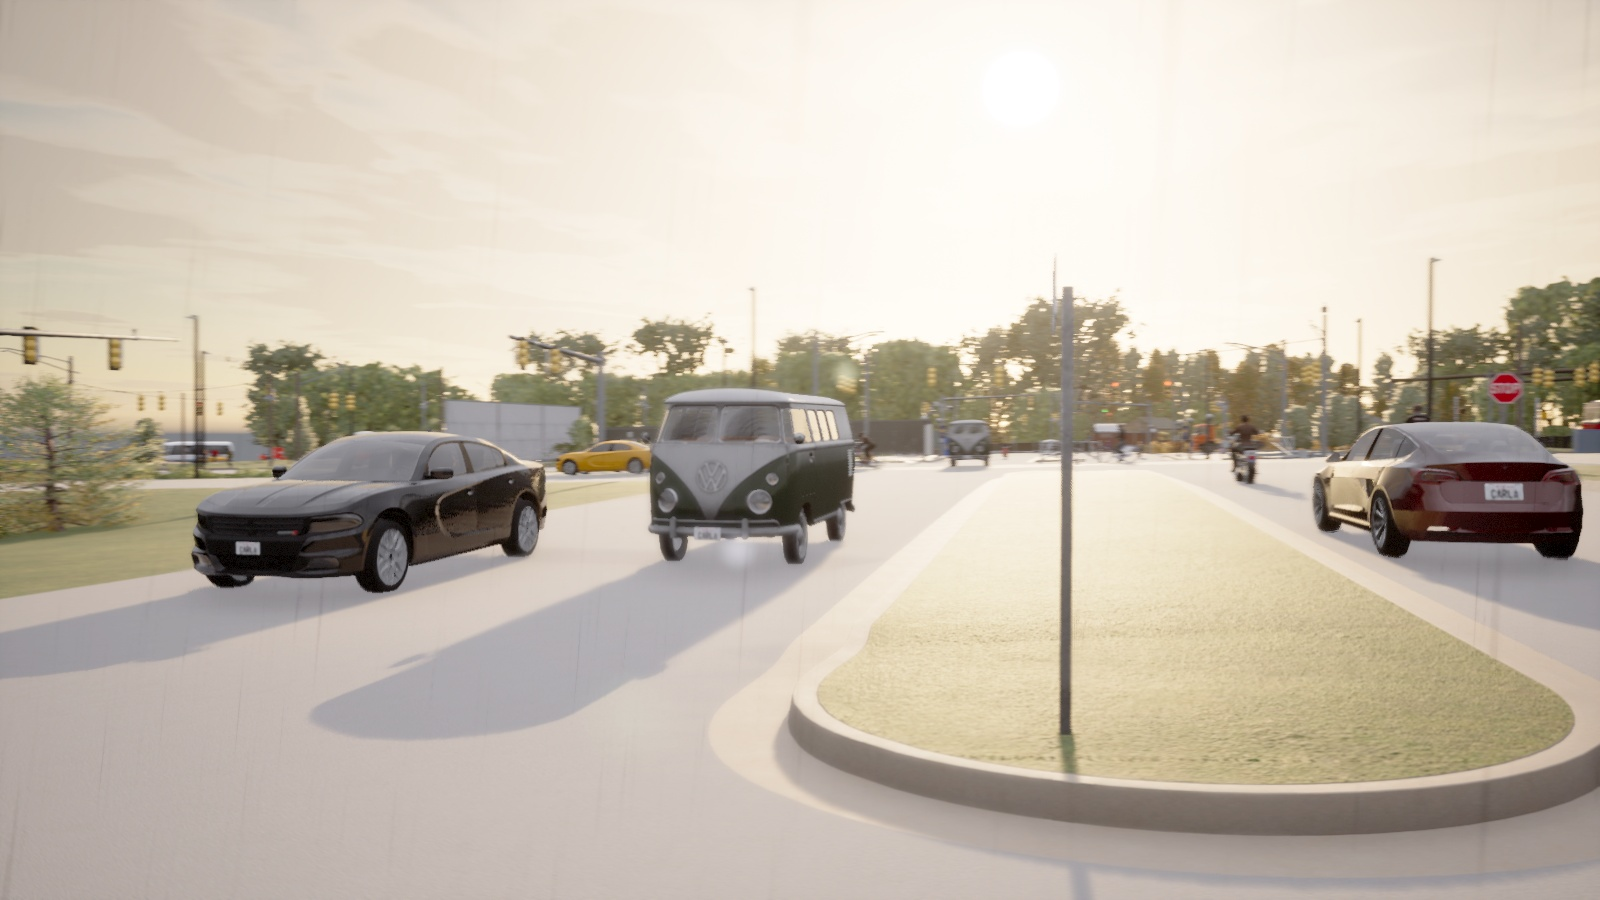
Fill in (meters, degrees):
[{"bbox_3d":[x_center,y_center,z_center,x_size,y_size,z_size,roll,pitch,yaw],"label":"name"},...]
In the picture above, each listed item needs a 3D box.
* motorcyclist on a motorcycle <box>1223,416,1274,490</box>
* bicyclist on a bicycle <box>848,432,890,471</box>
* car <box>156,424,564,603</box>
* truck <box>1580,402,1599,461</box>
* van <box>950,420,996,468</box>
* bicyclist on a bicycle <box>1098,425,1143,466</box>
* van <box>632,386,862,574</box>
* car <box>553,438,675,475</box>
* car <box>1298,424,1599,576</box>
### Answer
[{"bbox_3d":[10.424,0.050,29.248,0.766,1.649,2.350,0,0,11],"label":"motorcyclist on a motorcycle"},{"bbox_3d":[2.948,0.072,53.675,1.656,1.620,0.582,-1,0,12],"label":"bicyclist on a bicycle"},{"bbox_3d":[-4.473,0.512,13.817,1.882,1.535,5.008,1,2,12],"label":"car"},{"bbox_3d":[56.163,-1.297,81.894,8.468,3.827,2.891,-1,1,11],"label":"truck"},{"bbox_3d":[7.582,-0.220,54.774,1.775,1.987,4.442,-1,-1,10],"label":"van"},{"bbox_3d":[14.020,-0.191,54.982,1.843,1.776,0.659,-1,-1,11],"label":"bicyclist on a bicycle"},{"bbox_3d":[-0.480,0.255,15.655,1.775,1.987,4.442,1,2,12],"label":"van"},{"bbox_3d":[-8.274,0.278,55.988,5.008,1.535,1.882,-1,1,12],"label":"car"},{"bbox_3d":[7.674,0.455,15.198,2.163,1.488,4.792,0,2,10],"label":"car"}]
